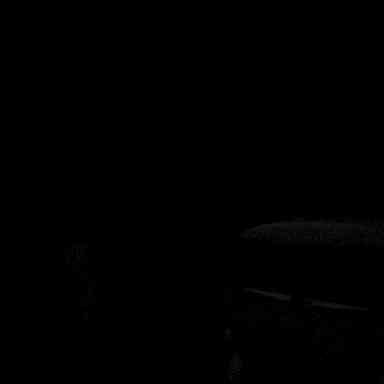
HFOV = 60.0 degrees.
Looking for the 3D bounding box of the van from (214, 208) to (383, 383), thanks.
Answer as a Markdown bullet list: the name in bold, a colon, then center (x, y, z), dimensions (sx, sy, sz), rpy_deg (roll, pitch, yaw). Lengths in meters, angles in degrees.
- **van**: center (1.943, 1.260, 4.222), dimensions (1.878, 1.987, 4.442), rpy_deg (-1, 0, 35)
